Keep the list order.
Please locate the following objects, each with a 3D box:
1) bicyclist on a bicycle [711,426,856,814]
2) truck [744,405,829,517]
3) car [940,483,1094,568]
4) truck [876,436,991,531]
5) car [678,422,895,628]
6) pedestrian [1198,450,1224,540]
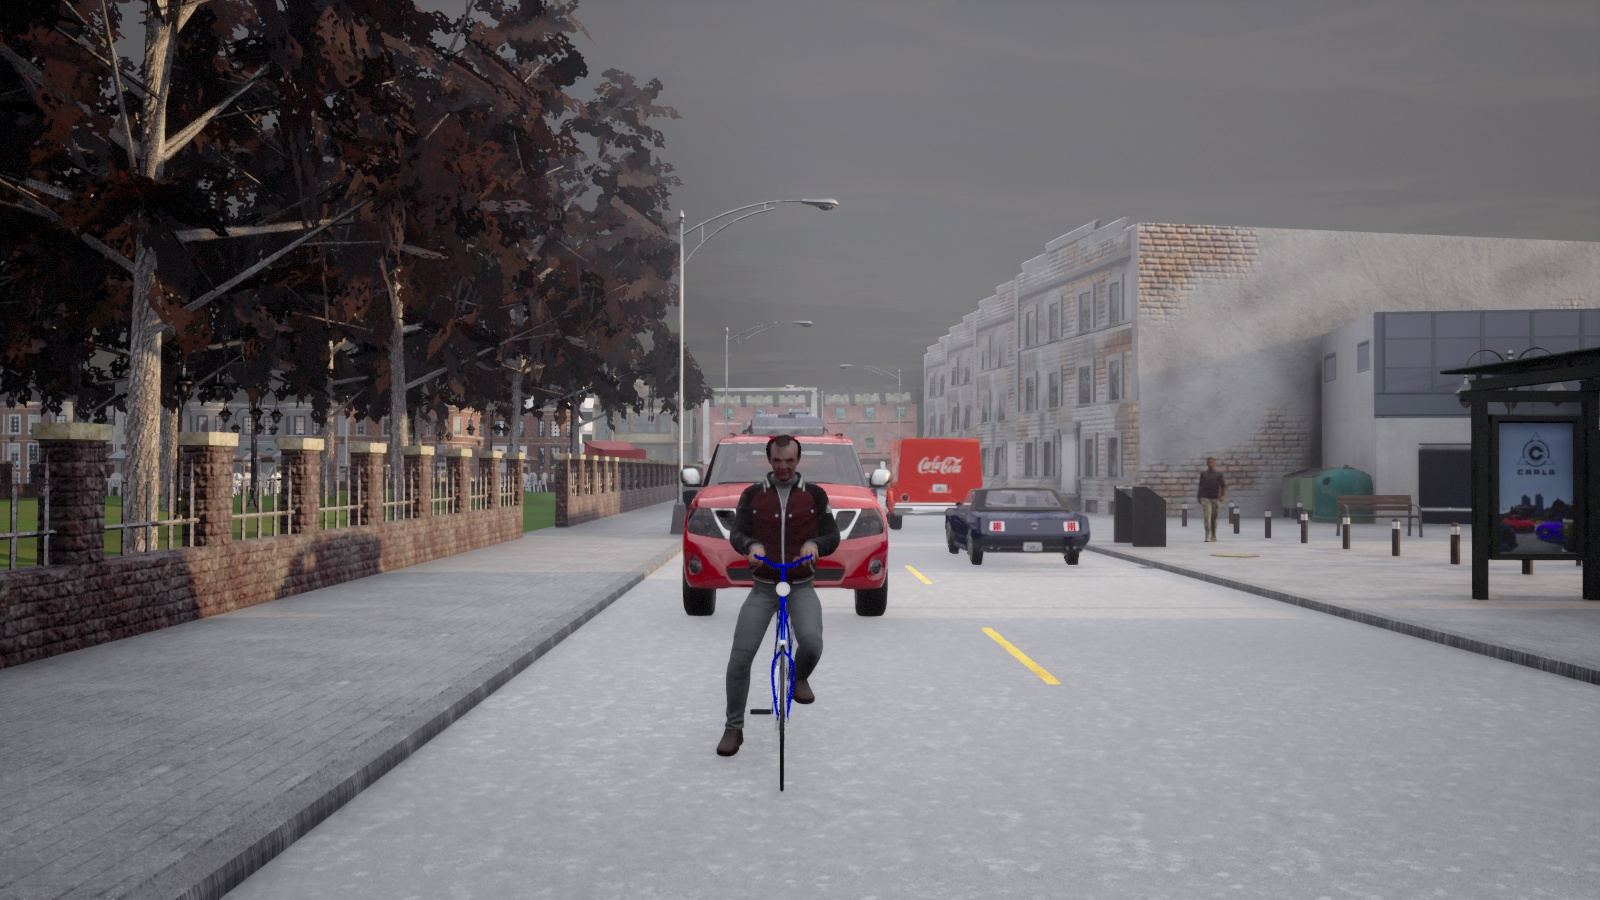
[{"bbox_3d":[-0.083,0.798,6.689,0.659,1.776,1.843,0,-1,-1],"label":"bicyclist on a bicycle"},{"bbox_3d":[-0.495,0.443,47.211,2.891,3.827,8.468,0,-1,-1],"label":"truck"},{"bbox_3d":[3.761,1.278,22.584,1.895,1.301,4.718,0,-1,-1],"label":"car"},{"bbox_3d":[3.634,0.906,35.364,2.627,2.467,5.204,0,-1,-1],"label":"truck"},{"bbox_3d":[-0.171,0.791,15.308,2.150,2.045,5.566,0,-1,-1],"label":"car"},{"bbox_3d":[8.574,0.929,26.187,0.431,1.840,0.703,-1,-1,25],"label":"pedestrian"}]
